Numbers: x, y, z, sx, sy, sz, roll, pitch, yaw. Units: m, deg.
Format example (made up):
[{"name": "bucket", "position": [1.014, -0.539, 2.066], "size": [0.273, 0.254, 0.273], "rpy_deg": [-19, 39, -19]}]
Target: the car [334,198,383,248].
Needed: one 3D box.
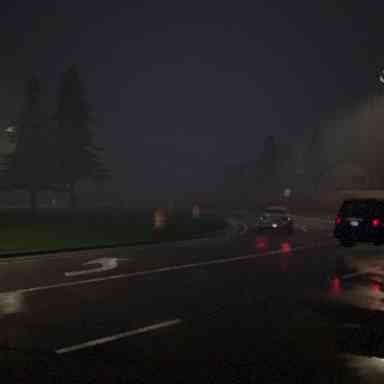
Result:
[{"name": "car", "position": [8.250, 1.287, 13.949], "size": [5.566, 2.045, 2.150], "rpy_deg": [0, 0, -35]}]

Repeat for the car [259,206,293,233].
[{"name": "car", "position": [5.114, 1.597, 20.236], "size": [1.812, 1.442, 4.674], "rpy_deg": [1, 0, 16]}]
